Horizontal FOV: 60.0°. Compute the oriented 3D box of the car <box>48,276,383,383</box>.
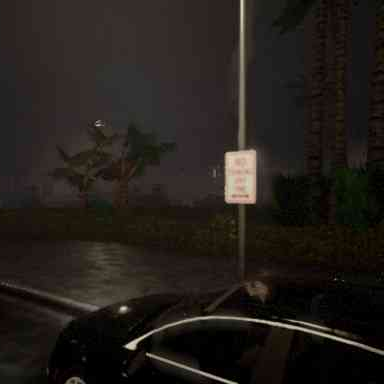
[{"bbox_3d":[0.734,1.516,2.750,4.892,1.490,1.837,0,0,37],"label":"car"}]
